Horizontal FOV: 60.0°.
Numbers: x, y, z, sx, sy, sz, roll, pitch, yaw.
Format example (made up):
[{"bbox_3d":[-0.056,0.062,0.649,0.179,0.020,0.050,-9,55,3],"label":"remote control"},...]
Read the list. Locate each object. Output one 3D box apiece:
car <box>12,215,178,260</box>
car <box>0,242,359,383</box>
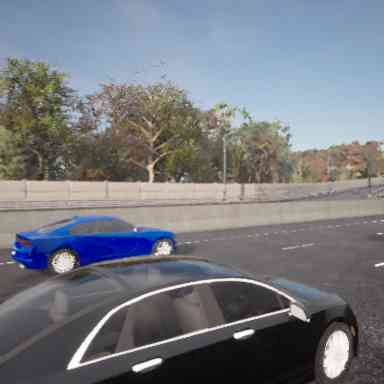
[{"bbox_3d":[-2.762,1.462,10.371,5.008,1.535,1.882,0,0,-36],"label":"car"},{"bbox_3d":[-0.063,1.496,3.701,4.892,1.490,1.837,0,0,-35],"label":"car"}]
